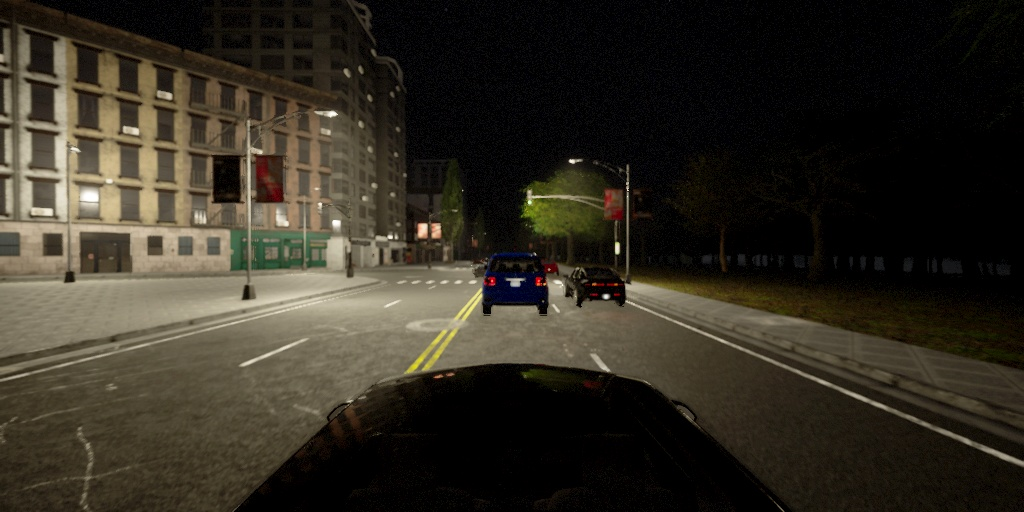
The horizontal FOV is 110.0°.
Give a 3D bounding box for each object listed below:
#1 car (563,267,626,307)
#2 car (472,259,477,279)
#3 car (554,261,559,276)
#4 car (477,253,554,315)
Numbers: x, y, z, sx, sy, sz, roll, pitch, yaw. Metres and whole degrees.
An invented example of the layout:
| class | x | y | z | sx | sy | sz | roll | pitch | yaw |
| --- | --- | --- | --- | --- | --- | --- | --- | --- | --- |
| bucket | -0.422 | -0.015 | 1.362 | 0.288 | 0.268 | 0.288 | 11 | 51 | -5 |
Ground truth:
| class | x | y | z | sx | sy | sz | roll | pitch | yaw |
| --- | --- | --- | --- | --- | --- | --- | --- | --- | --- |
| car | 3.356 | 1.196 | 15.189 | 1.837 | 1.490 | 4.892 | 0 | 0 | 0 |
| car | -1.668 | 1.182 | 28.570 | 2.033 | 1.411 | 5.357 | 0 | 0 | -21 |
| car | 3.358 | 1.084 | 34.896 | 1.882 | 1.535 | 5.008 | 0 | 0 | 0 |
| car | 0.105 | 0.921 | 13.395 | 2.150 | 2.045 | 5.566 | 0 | 0 | 0 |
